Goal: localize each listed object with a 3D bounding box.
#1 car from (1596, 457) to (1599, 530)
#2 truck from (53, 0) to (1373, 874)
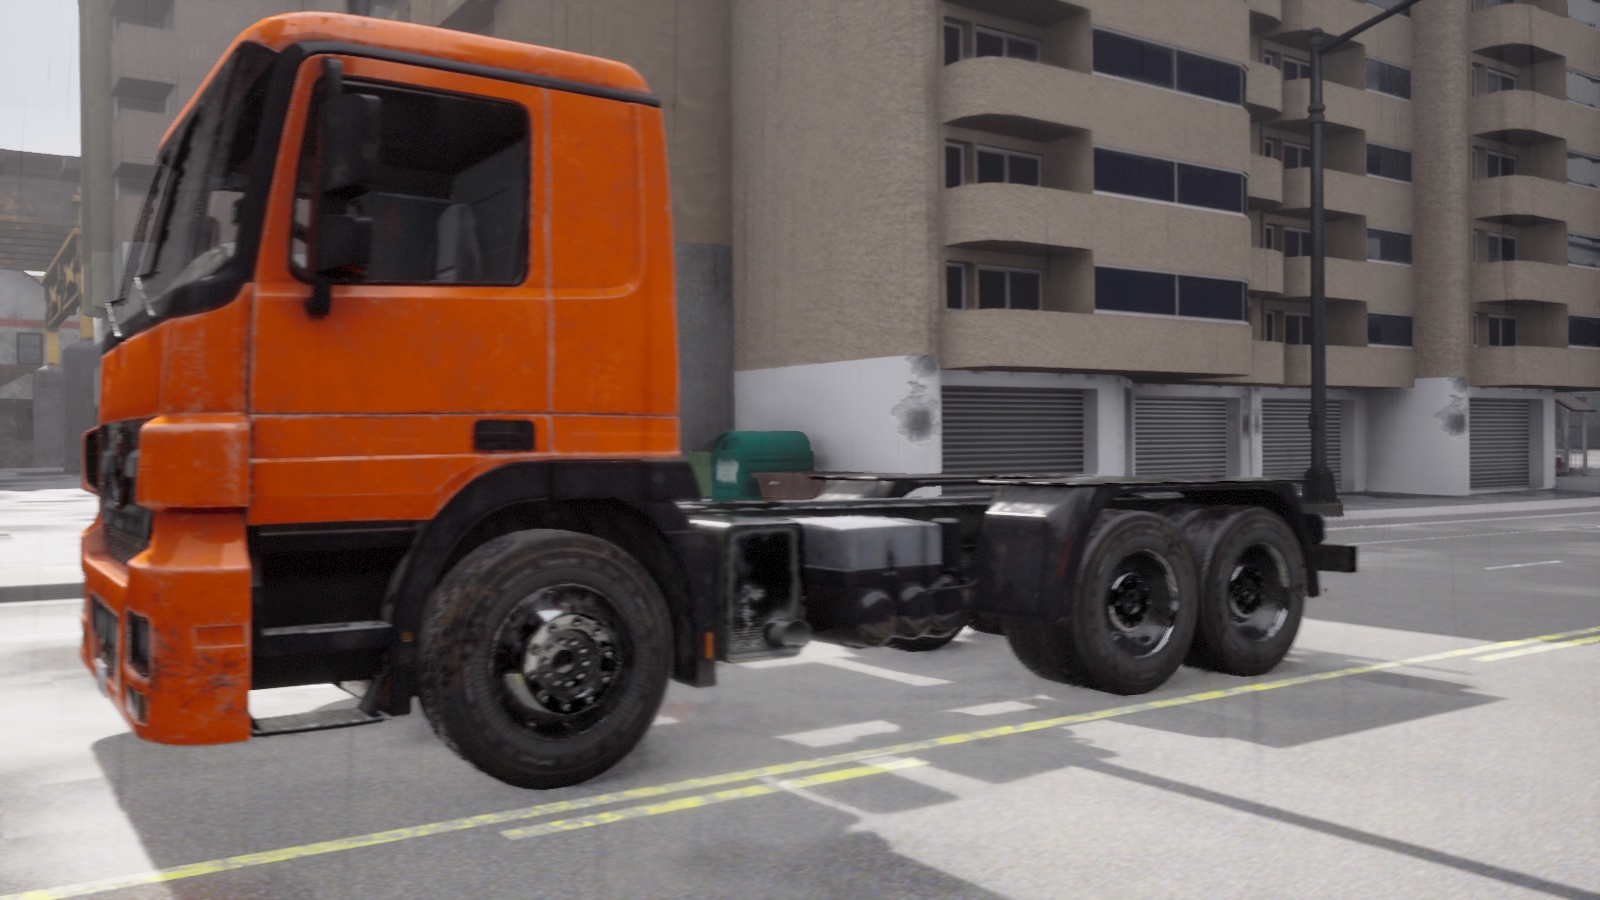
[{"bbox_3d":[17.526,0.826,24.375,4.181,1.385,1.994,0,0,-34],"label":"car"},{"bbox_3d":[0.006,-0.218,7.921,7.936,3.462,2.891,0,0,-35],"label":"truck"}]
